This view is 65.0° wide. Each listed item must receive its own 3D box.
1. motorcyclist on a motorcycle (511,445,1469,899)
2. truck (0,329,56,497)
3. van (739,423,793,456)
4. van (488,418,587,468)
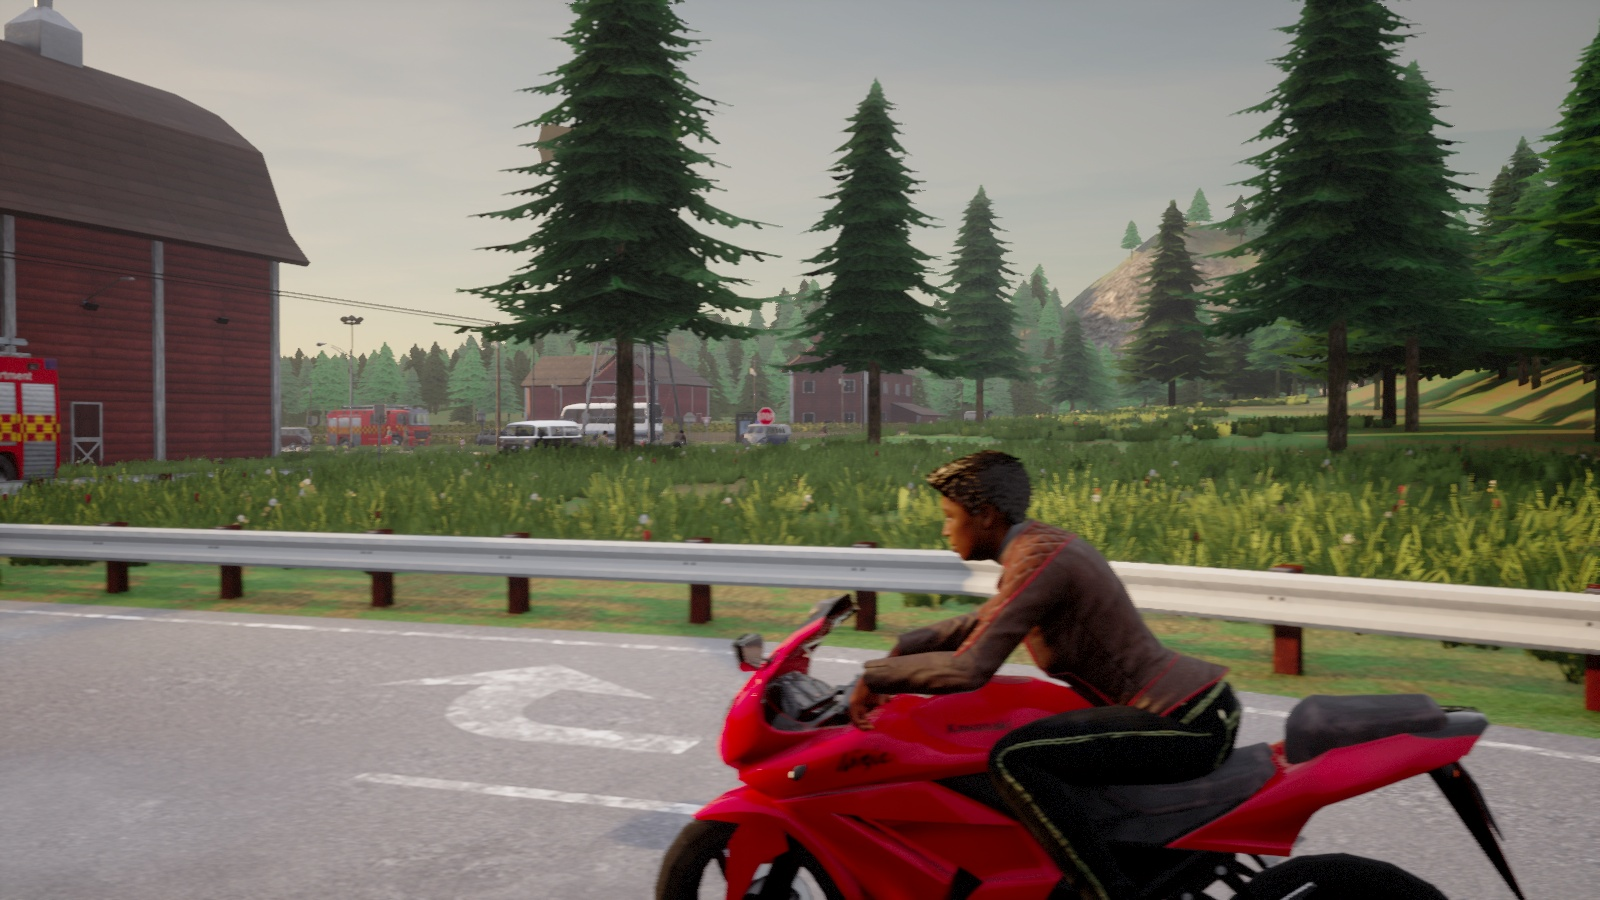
[{"bbox_3d":[0.404,0.761,3.057,2.044,1.523,0.797,1,1,19],"label":"motorcyclist on a motorcycle"},{"bbox_3d":[-20.532,-0.812,26.415,2.891,3.827,8.468,1,1,20],"label":"truck"},{"bbox_3d":[-2.090,-0.655,78.336,1.775,1.987,4.442,1,1,21],"label":"van"},{"bbox_3d":[-11.018,-0.315,53.112,2.069,2.038,4.480,1,1,20],"label":"van"}]
